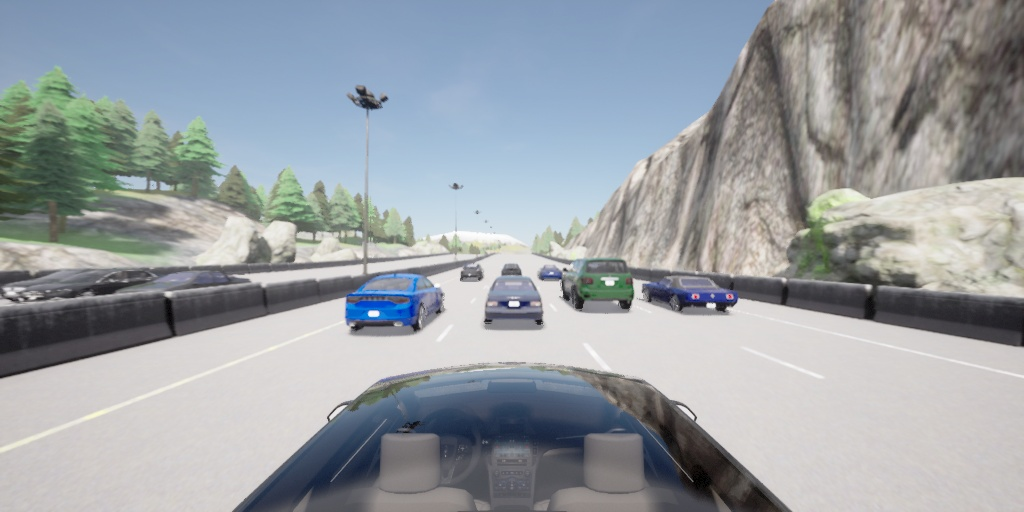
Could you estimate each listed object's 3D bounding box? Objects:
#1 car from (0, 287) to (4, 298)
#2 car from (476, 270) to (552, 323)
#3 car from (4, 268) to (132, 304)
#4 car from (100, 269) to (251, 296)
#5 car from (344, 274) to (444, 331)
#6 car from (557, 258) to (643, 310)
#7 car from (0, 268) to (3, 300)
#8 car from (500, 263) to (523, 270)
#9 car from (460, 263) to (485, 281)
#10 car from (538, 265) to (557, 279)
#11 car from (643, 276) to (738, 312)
[{"bbox_3d":[-21.176,1.335,17.489,1.812,1.442,4.674,0,0,0],"label":"car"},{"bbox_3d":[0.046,1.389,12.473,2.033,1.411,5.357,0,0,0],"label":"car"},{"bbox_3d":[-17.667,1.314,15.621,1.837,1.490,4.892,0,0,0],"label":"car"},{"bbox_3d":[-14.172,1.368,15.982,2.033,1.411,5.357,0,0,0],"label":"car"},{"bbox_3d":[-3.449,1.301,11.389,1.882,1.535,5.008,0,0,0],"label":"car"},{"bbox_3d":[3.532,1.090,15.662,2.150,2.045,5.566,0,0,0],"label":"car"},{"bbox_3d":[-24.662,1.287,14.270,1.837,1.490,4.892,0,0,0],"label":"car"},{"bbox_3d":[-0.047,1.402,32.714,1.837,1.490,4.892,0,0,0],"label":"car"},{"bbox_3d":[-3.546,1.378,32.575,2.128,1.511,4.902,0,0,0],"label":"car"},{"bbox_3d":[3.450,1.470,33.299,1.994,1.385,4.181,0,0,0],"label":"car"},{"bbox_3d":[7.035,1.475,14.883,1.895,1.301,4.718,0,0,0],"label":"car"}]
